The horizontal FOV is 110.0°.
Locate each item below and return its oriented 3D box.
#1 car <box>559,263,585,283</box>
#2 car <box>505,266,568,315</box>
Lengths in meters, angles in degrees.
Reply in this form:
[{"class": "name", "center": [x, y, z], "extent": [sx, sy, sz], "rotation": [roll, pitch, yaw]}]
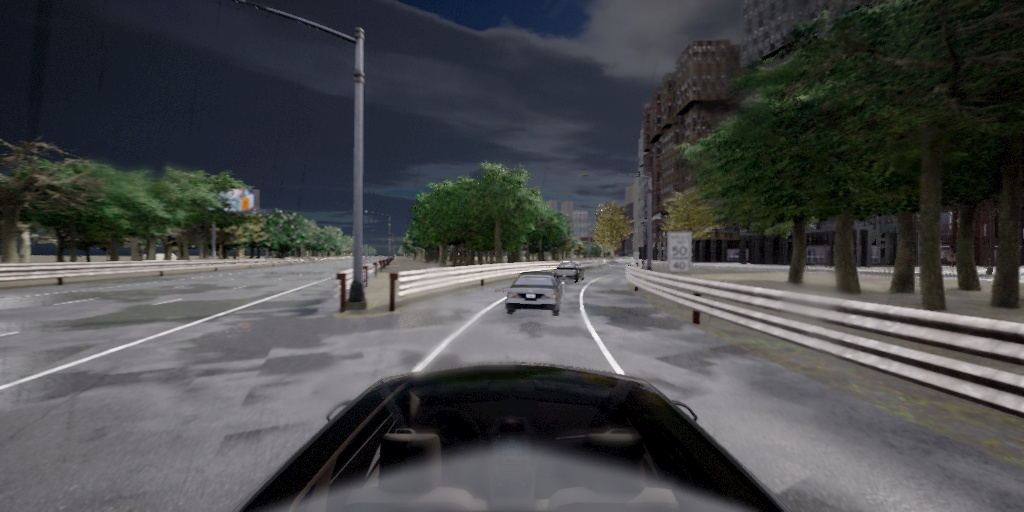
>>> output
[{"class": "car", "center": [4.634, 1.257, 28.470], "extent": [2.128, 1.511, 4.902], "rotation": [0, 0, 19]}, {"class": "car", "center": [0.984, 1.298, 13.710], "extent": [2.033, 1.411, 5.357], "rotation": [0, 0, 9]}]
